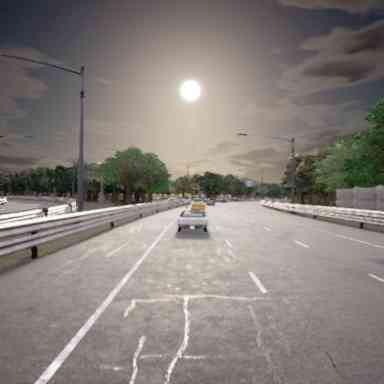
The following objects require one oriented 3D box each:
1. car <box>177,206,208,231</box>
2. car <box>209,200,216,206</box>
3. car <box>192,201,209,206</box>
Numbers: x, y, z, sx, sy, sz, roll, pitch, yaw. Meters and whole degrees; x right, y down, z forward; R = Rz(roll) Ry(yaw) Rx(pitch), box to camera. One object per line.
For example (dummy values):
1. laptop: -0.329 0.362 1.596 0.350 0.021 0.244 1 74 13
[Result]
1. car: 0.058 1.867 22.487 1.895 1.301 4.718 1 -1 1
2. car: 4.693 2.579 80.617 1.994 1.385 4.181 1 -1 9
3. car: 0.955 2.043 46.270 1.882 1.535 5.008 1 -1 4
